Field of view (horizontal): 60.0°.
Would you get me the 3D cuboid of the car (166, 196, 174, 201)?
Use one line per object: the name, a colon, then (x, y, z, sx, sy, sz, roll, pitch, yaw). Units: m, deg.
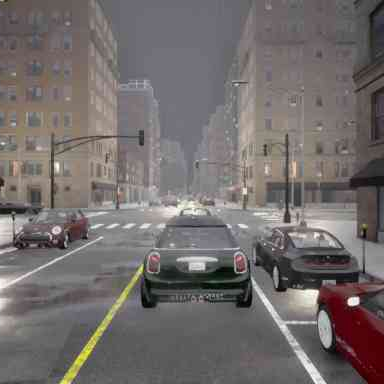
car: (-6.121, 1.727, 91.127, 1.947, 1.339, 4.313, 0, 0, 0)

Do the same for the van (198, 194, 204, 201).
van: (2.405, 1.503, 91.176, 1.690, 1.788, 3.998, 0, 0, 0)

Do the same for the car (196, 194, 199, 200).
car: (2.559, 1.398, 69.148, 2.192, 1.841, 5.009, 0, 0, 0)

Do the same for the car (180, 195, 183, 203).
car: (-3.125, 1.661, 60.063, 1.895, 1.301, 4.718, 0, 0, 0)

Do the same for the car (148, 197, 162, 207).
car: (-5.852, 1.595, 52.571, 2.008, 1.369, 4.403, 0, 0, 0)

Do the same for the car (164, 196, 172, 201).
car: (-6.082, 1.720, 85.619, 1.802, 1.307, 4.206, 0, 0, 0)

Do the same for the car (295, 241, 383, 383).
car: (2.683, 1.545, 3.209, 1.887, 1.381, 4.507, 0, 0, 0)

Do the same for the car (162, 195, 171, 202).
car: (-6.043, 1.558, 80.111, 1.967, 1.590, 4.097, 0, 0, 0)

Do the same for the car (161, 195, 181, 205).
car: (-3.073, 1.588, 50.245, 2.033, 1.411, 5.357, 0, 0, -1)

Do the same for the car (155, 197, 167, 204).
car: (-5.929, 1.612, 63.587, 1.887, 1.381, 4.507, 0, 0, 0)

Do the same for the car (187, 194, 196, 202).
car: (-0.189, 1.706, 80.130, 1.895, 1.301, 4.718, 0, 0, 0)

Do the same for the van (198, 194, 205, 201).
van: (2.444, 1.480, 85.670, 1.690, 1.788, 3.998, 0, 0, 0)

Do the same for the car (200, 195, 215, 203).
car: (2.673, 1.590, 52.627, 1.887, 1.381, 4.507, 0, 0, 0)

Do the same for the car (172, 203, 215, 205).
car: (0.137, 1.497, 15.400, 2.128, 1.511, 4.902, 0, 0, 0)

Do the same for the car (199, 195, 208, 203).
car: (2.520, 1.540, 74.656, 1.967, 1.590, 4.097, 0, 0, 0)

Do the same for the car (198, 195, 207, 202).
car: (2.482, 1.559, 80.162, 1.967, 1.590, 4.097, 0, 0, 0)

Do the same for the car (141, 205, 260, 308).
car: (0.069, 1.354, 8.097, 2.097, 1.767, 4.553, 0, 0, -1)

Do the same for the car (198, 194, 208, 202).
car: (2.595, 1.594, 63.811, 1.752, 1.417, 4.829, 0, 0, 0)

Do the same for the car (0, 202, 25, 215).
car: (-15.898, 1.533, 30.249, 4.718, 1.301, 1.895, 0, 0, 0)

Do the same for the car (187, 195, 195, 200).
car: (-0.259, 1.542, 90.105, 1.994, 1.385, 4.181, 0, 0, 0)

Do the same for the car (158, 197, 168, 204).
car: (-5.968, 1.664, 69.095, 1.802, 1.307, 4.206, 0, 0, 0)

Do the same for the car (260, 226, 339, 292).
car: (2.697, 1.553, 8.700, 2.008, 1.369, 4.403, 0, 0, 0)

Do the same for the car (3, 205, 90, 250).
car: (-5.815, 1.445, 14.209, 1.967, 1.590, 4.097, 0, 0, 0)
